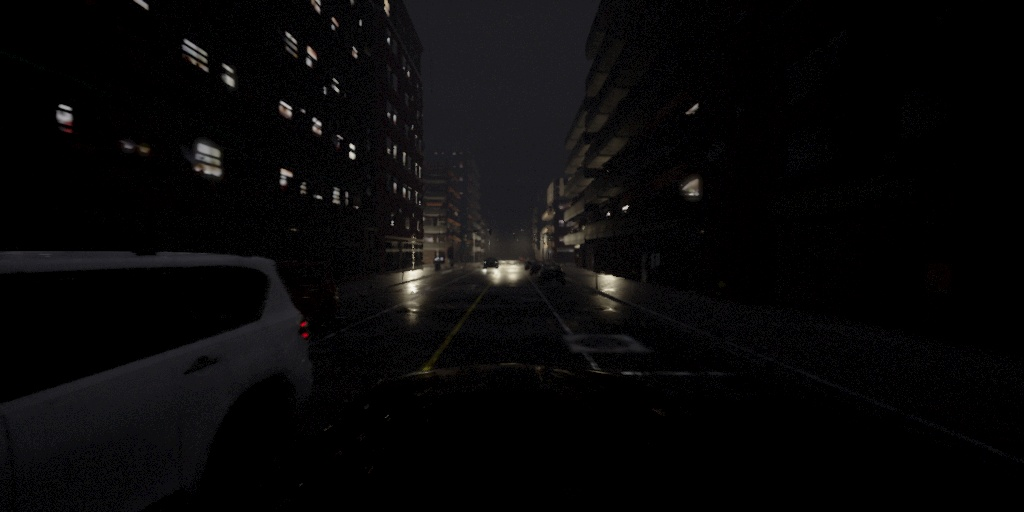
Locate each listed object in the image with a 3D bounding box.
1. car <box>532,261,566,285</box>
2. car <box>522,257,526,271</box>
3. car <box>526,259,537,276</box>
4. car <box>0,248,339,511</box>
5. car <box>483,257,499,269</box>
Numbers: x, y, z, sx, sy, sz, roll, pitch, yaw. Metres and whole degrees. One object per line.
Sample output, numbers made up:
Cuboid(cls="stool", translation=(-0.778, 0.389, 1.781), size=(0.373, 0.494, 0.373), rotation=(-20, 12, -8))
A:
Cuboid(cls="car", translation=(2.673, 1.238, 24.899), size=(2.007, 1.370, 4.403), rotation=(0, 0, 0))
Cuboid(cls="car", translation=(2.658, 1.073, 47.639), size=(1.967, 1.591, 4.097), rotation=(0, 0, 0))
Cuboid(cls="car", translation=(2.666, 1.205, 36.270), size=(1.888, 1.381, 4.507), rotation=(0, 0, 0))
Cuboid(cls="car", translation=(-3.101, 0.972, 1.385), size=(2.150, 2.045, 5.566), rotation=(0, 0, 0))
Cuboid(cls="car", translation=(-3.038, 0.971, 52.672), size=(2.097, 1.767, 4.553), rotation=(0, 0, 0))
